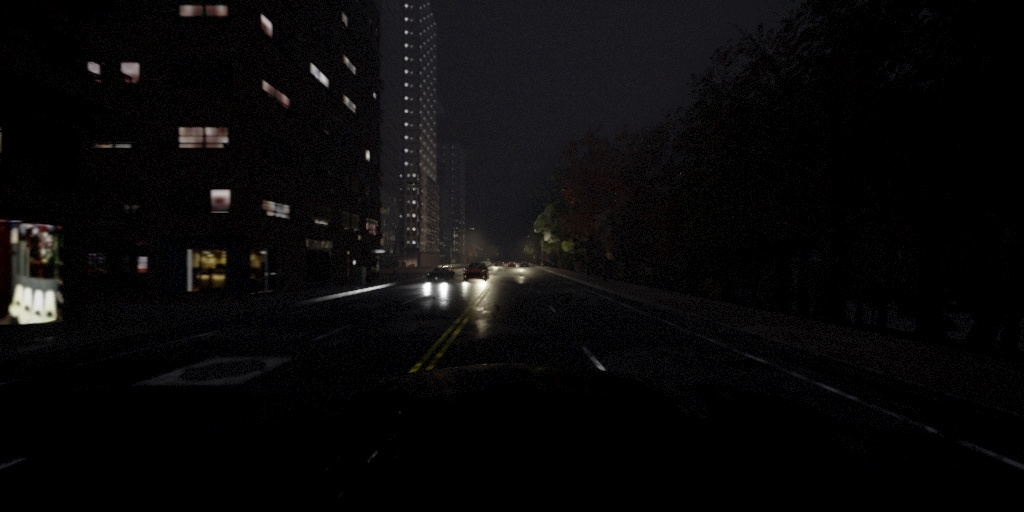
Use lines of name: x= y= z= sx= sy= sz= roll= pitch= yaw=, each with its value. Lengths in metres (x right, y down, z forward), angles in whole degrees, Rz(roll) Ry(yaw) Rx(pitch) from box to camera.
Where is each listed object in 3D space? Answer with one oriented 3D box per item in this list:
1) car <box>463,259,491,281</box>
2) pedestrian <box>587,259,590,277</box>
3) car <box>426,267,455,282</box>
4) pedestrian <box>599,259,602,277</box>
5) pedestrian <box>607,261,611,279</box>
car: x=-3.272 y=1.400 z=33.482 sx=2.097 sy=1.767 sz=4.553 roll=0 pitch=0 yaw=0
pedestrian: x=8.000 y=1.231 z=37.666 sx=0.375 sy=1.860 sz=0.375 roll=0 pitch=0 yaw=0
car: x=-6.523 y=1.648 z=33.219 sx=1.895 sy=1.301 sz=4.718 roll=0 pitch=-1 yaw=0
pedestrian: x=9.000 y=1.219 z=36.466 sx=0.375 sy=1.860 sz=0.375 roll=0 pitch=0 yaw=0
pedestrian: x=10.001 y=1.402 z=37.066 sx=0.375 sy=1.860 sz=0.375 roll=0 pitch=0 yaw=0
